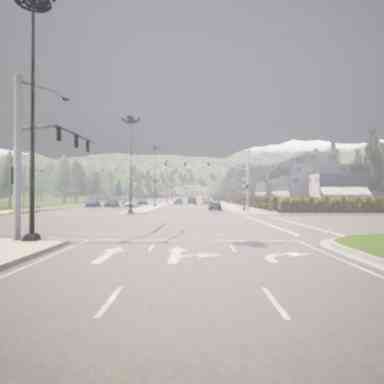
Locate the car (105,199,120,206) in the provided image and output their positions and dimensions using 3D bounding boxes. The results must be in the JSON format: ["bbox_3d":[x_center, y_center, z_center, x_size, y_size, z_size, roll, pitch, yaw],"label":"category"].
[{"bbox_3d":[-18.483,2.420,77.614,2.033,1.411,5.357,0,-1,0],"label":"car"}]

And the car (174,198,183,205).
[{"bbox_3d":[-3.458,2.457,81.563,2.033,1.411,5.357,0,-1,0],"label":"car"}]

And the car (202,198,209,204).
[{"bbox_3d":[3.604,2.387,91.827,1.837,1.490,4.892,0,-1,0],"label":"car"}]

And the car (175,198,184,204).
[{"bbox_3d":[-3.396,2.427,91.865,2.033,1.411,5.357,0,-1,0],"label":"car"}]

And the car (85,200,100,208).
[{"bbox_3d":[-18.547,2.184,62.235,1.882,1.535,5.008,0,-1,0],"label":"car"}]

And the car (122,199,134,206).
[{"bbox_3d":[-14.983,2.379,77.546,1.837,1.490,4.892,0,-1,0],"label":"car"}]

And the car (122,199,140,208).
[{"bbox_3d":[-11.551,2.234,62.421,1.812,1.442,4.674,0,-1,0],"label":"car"}]

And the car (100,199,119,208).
[{"bbox_3d":[-15.051,2.059,62.247,2.097,1.767,4.553,0,-1,0],"label":"car"}]

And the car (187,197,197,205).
[{"bbox_3d":[0.039,2.137,81.159,2.150,2.045,5.566,0,-1,0],"label":"car"}]

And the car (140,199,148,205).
[{"bbox_3d":[-11.481,2.435,77.767,1.994,1.385,4.181,0,-1,0],"label":"car"}]

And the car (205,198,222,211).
[{"bbox_3d":[3.475,2.066,50.578,2.128,1.511,4.902,0,-1,0],"label":"car"}]

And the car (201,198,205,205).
[{"bbox_3d":[3.543,2.272,81.797,2.097,1.767,4.553,0,-1,0],"label":"car"}]
